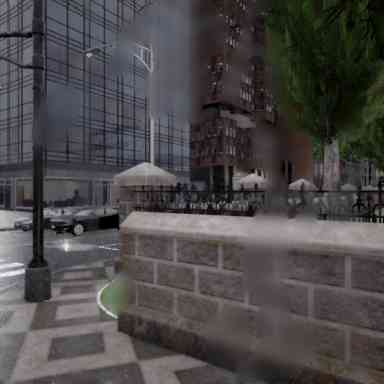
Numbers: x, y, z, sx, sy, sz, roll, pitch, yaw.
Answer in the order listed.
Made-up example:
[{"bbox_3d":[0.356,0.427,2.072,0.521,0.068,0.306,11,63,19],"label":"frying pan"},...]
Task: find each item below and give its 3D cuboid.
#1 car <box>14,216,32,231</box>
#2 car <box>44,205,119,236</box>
[{"bbox_3d":[-8.410,1.629,20.194,2.008,1.369,4.403,0,-1,36],"label":"car"},{"bbox_3d":[-5.750,1.561,19.318,1.882,1.535,5.008,0,0,36],"label":"car"}]
